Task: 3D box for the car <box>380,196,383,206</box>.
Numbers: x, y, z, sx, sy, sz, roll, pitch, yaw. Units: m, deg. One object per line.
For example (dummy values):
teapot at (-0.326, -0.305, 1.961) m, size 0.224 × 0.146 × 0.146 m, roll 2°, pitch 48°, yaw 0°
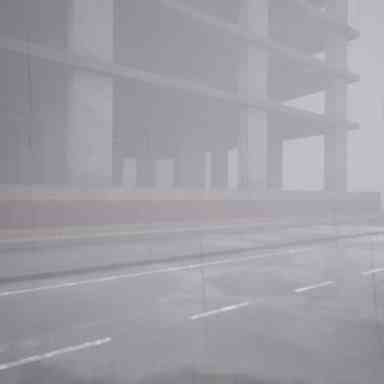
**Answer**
car at (36.850, 2.033, 65.836) m, size 3.806 × 1.475 × 1.970 m, roll 1°, pitch 0°, yaw -35°
